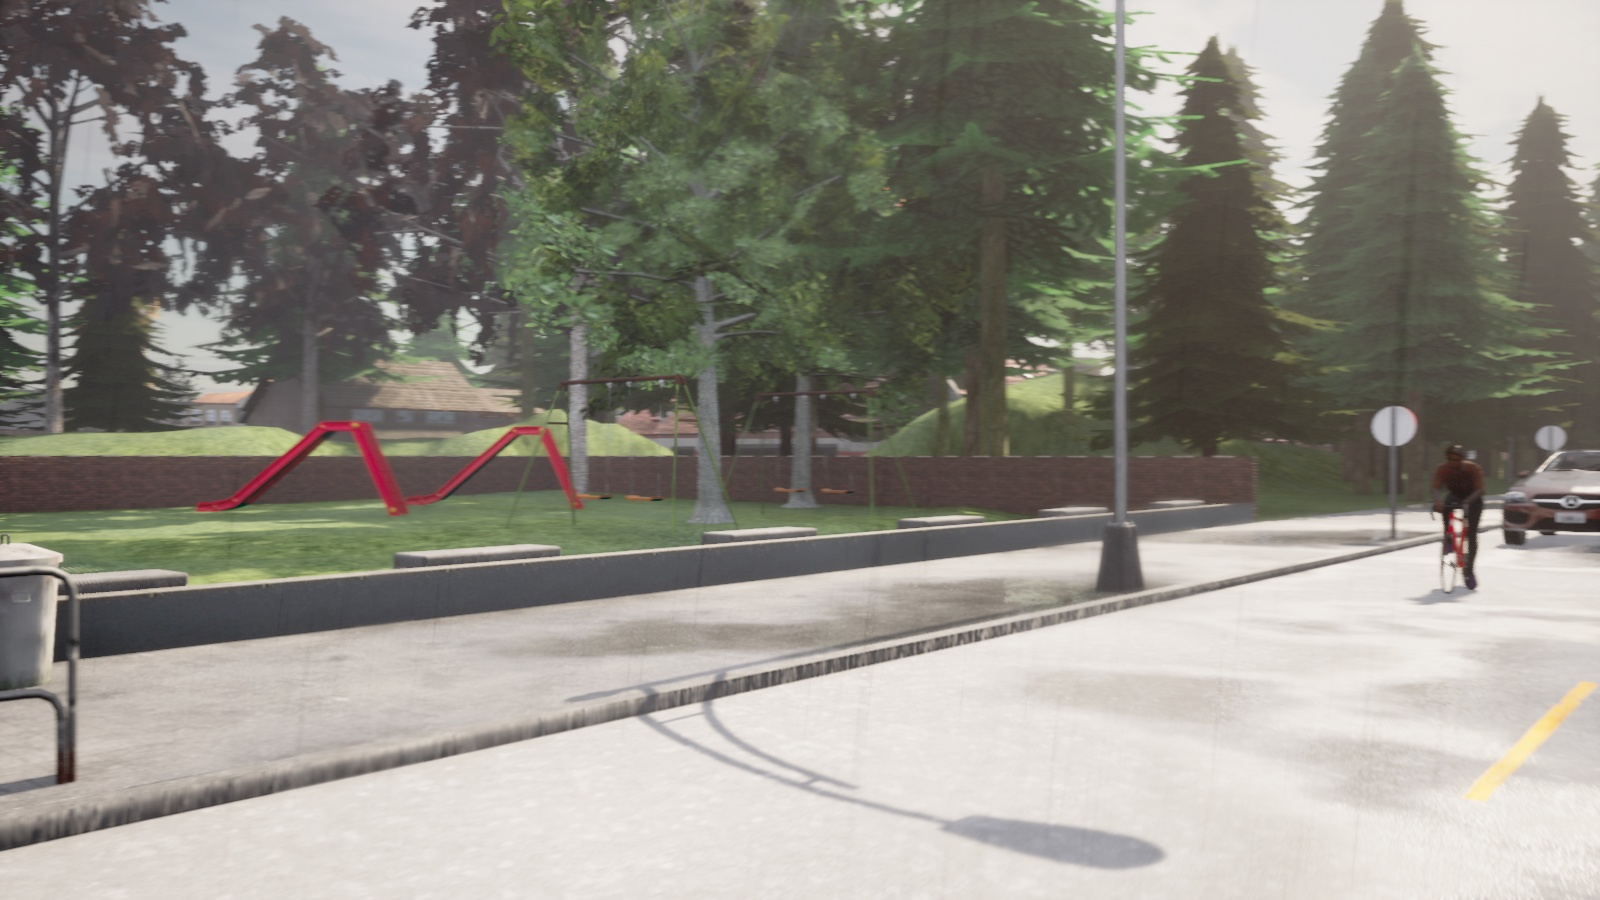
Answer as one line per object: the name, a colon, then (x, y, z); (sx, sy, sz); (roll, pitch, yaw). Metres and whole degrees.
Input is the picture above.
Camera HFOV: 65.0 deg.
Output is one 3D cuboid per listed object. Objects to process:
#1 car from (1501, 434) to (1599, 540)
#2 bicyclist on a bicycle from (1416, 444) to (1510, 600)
car: (13.907, 0.585, 21.785); (2.152, 1.651, 5.027); (0, 0, 40)
bicyclist on a bicycle: (7.317, 0.742, 13.830); (0.582, 1.620, 1.656); (0, 0, 40)
